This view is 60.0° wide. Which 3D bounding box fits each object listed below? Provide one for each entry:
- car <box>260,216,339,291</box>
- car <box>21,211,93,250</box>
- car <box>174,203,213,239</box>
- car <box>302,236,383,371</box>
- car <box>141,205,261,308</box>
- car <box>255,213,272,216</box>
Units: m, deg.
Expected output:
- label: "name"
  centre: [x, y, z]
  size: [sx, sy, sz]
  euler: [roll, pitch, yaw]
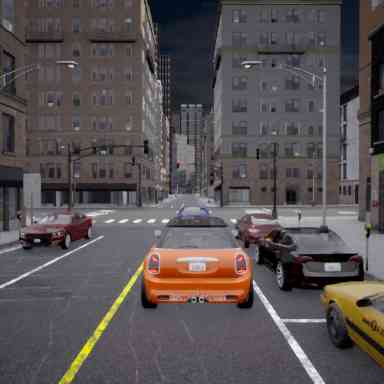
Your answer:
- label: "car"
  centre: [2.869, 1.563, 8.854]
  size: [1.947, 1.339, 4.313]
  euler: [-1, 0, 0]
- label: "car"
  centre: [-5.675, 1.540, 14.438]
  size: [1.887, 1.381, 4.507]
  euler: [-1, 0, 0]
- label: "car"
  centre: [0.105, 1.472, 18.339]
  size: [1.882, 1.535, 5.008]
  euler: [0, 0, 1]
- label: "car"
  centre: [2.867, 1.524, 3.437]
  size: [1.752, 1.417, 4.829]
  euler: [-1, 0, 0]
- label: "car"
  centre: [0.099, 1.350, 8.051]
  size: [2.097, 1.767, 4.553]
  euler: [0, 0, 0]
- label: "car"
  centre: [2.870, 1.577, 14.439]
  size: [1.802, 1.307, 4.206]
  euler: [-1, 0, 0]
